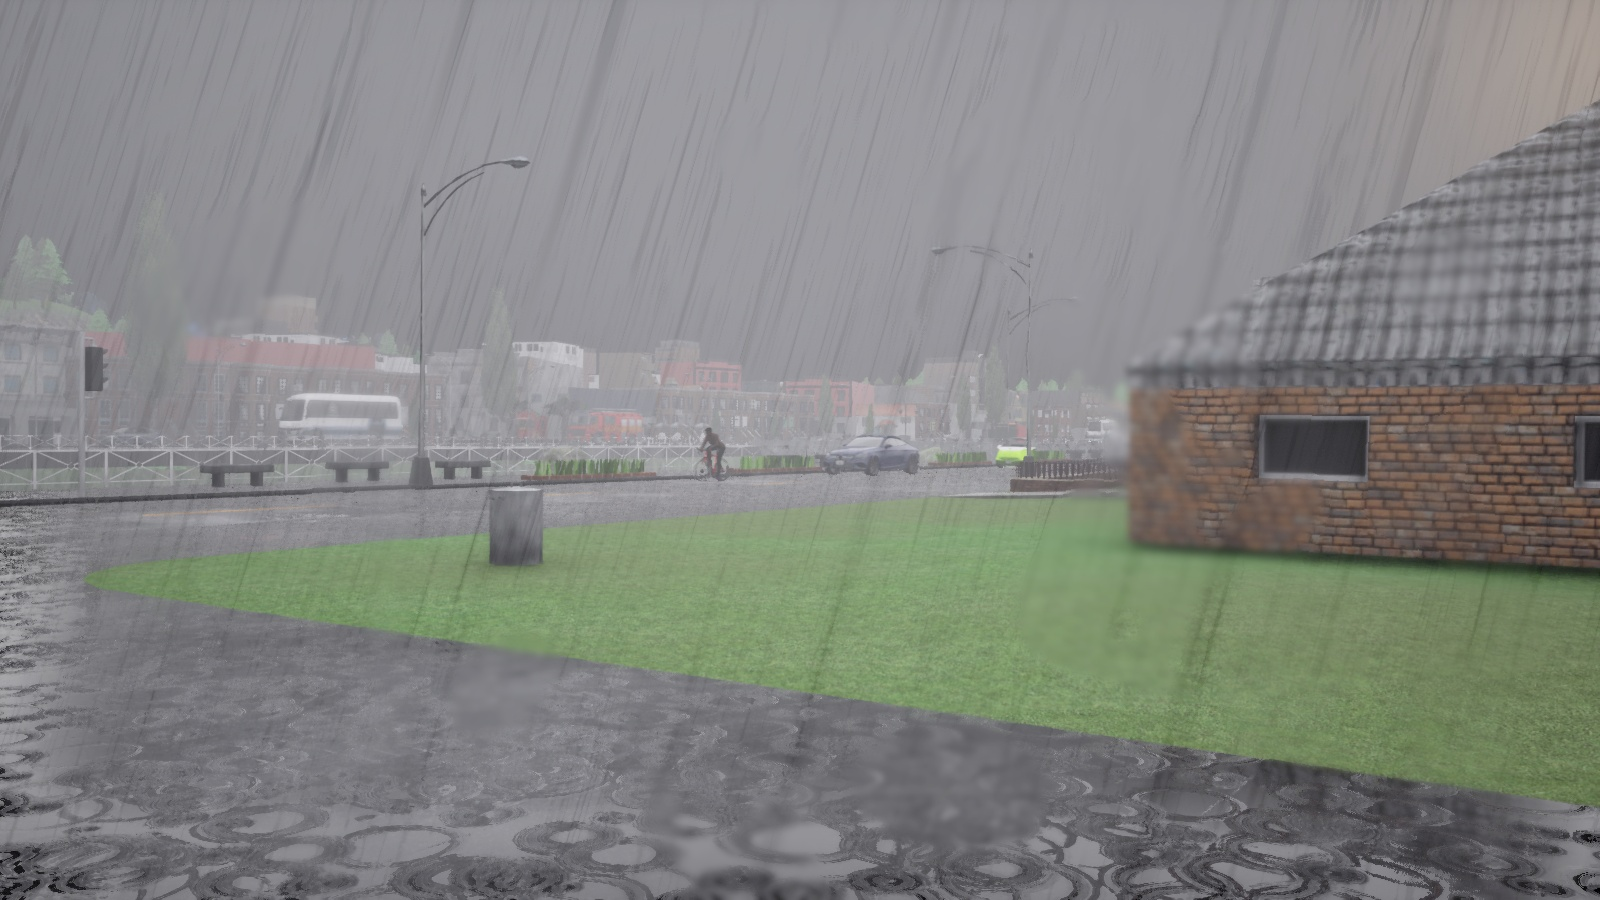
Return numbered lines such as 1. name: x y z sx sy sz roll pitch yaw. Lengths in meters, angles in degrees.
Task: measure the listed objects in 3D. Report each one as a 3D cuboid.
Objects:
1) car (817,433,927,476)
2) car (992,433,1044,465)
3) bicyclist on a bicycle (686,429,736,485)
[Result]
1. car: 2.650 0.116 45.193 1.812 1.442 4.674 0 1 34
2. car: 9.697 -0.063 55.804 1.481 1.376 2.207 0 1 34
3. bicyclist on a bicycle: -2.627 0.200 37.245 0.582 1.620 1.656 0 1 34
